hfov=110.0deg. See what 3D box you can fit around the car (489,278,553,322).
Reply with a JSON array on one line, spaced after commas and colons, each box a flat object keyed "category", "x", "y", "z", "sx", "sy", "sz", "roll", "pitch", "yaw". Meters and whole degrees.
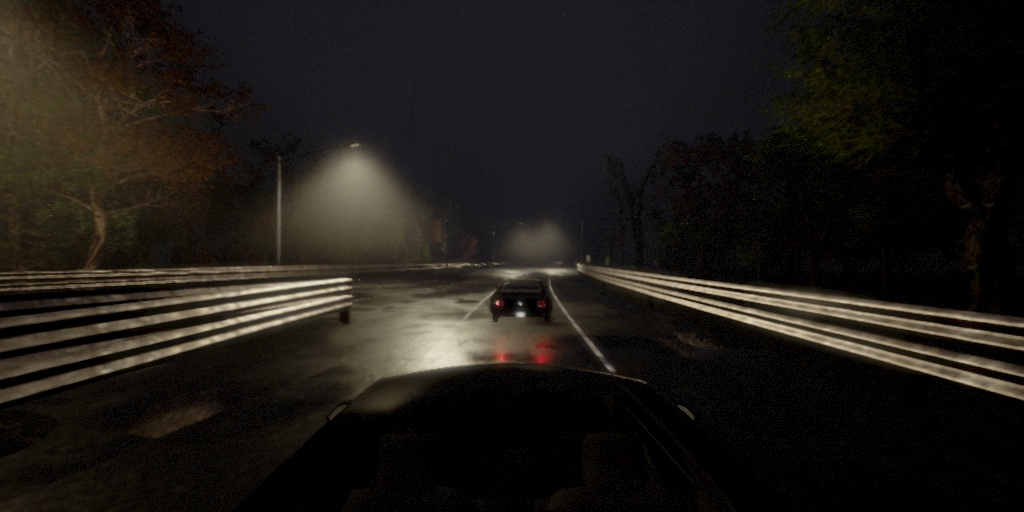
[{"category": "car", "x": 0.339, "y": 1.435, "z": 12.660, "sx": 1.895, "sy": 1.301, "sz": 4.718, "roll": 0, "pitch": 0, "yaw": 2}]
